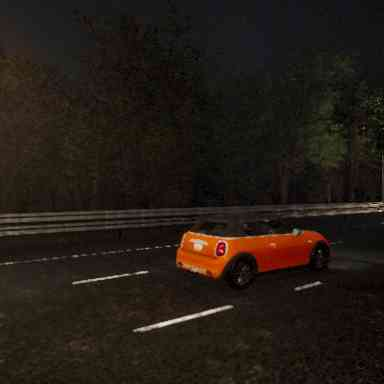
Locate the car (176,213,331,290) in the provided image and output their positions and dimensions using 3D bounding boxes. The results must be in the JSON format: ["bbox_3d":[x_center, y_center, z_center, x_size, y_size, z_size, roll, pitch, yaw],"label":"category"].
[{"bbox_3d":[1.880,1.371,9.388,4.553,1.767,2.097,0,0,-36],"label":"car"}]
